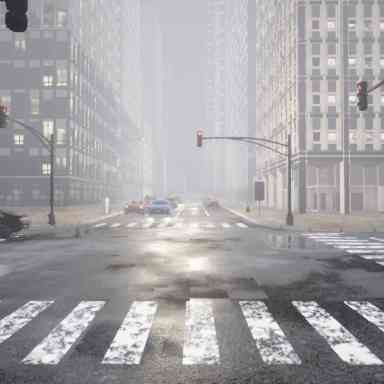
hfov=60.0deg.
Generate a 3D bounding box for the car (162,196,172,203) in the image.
[{"bbox_3d":[-5.486,1.573,72.866,1.887,1.381,4.507,1,0,0],"label":"car"}]

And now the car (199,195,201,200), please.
[{"bbox_3d":[2.865,1.590,61.763,1.947,1.339,4.313,1,0,0],"label":"car"}]

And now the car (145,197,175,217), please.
[{"bbox_3d":[-3.017,1.490,32.184,1.882,1.535,5.008,0,0,0],"label":"car"}]

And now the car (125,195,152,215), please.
[{"bbox_3d":[-5.586,1.453,33.840,1.967,1.590,4.097,1,0,0],"label":"car"}]

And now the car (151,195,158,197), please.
[{"bbox_3d":[-5.554,1.332,44.991,2.192,1.841,5.009,1,0,0],"label":"car"}]

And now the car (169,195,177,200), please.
[{"bbox_3d":[-5.429,1.605,95.167,1.947,1.339,4.313,1,0,0],"label":"car"}]

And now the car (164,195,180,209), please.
[{"bbox_3d":[-2.975,1.519,46.064,1.837,1.490,4.892,0,1,0],"label":"car"}]

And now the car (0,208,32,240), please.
[{"bbox_3d":[-10.456,1.514,16.085,4.902,1.511,2.128,0,0,-14],"label":"car"}]

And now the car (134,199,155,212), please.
[{"bbox_3d":[-5.574,1.597,39.415,1.802,1.307,4.206,1,0,0],"label":"car"}]

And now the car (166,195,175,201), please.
[{"bbox_3d":[-5.457,1.578,84.016,1.887,1.381,4.507,1,0,0],"label":"car"}]

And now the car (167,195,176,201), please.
[{"bbox_3d":[-5.443,1.587,89.591,2.008,1.369,4.403,1,0,0],"label":"car"}]

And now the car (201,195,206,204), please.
[{"bbox_3d":[2.852,1.547,56.356,1.752,1.417,4.829,1,0,0],"label":"car"}]

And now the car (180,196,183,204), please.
[{"bbox_3d":[-2.832,1.549,64.786,1.837,1.490,4.892,0,0,0],"label":"car"}]

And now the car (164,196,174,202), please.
[{"bbox_3d":[-5.472,1.582,78.441,2.008,1.369,4.403,1,0,0],"label":"car"}]

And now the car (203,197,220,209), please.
[{"bbox_3d":[2.820,1.599,45.030,1.802,1.307,4.206,1,0,0],"label":"car"}]
